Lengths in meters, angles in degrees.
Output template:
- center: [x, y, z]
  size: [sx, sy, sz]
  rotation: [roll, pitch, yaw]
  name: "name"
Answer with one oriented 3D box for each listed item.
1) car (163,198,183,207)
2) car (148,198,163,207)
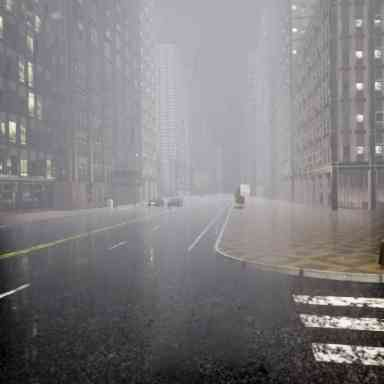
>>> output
- center: [-2.647, 1.678, 53.956]
  size: [2.033, 1.411, 5.357]
  rotation: [-1, 0, 8]
  name: "car"
- center: [-5.867, 1.666, 54.401]
  size: [2.128, 1.511, 4.902]
  rotation: [-1, 0, 8]
  name: "car"
